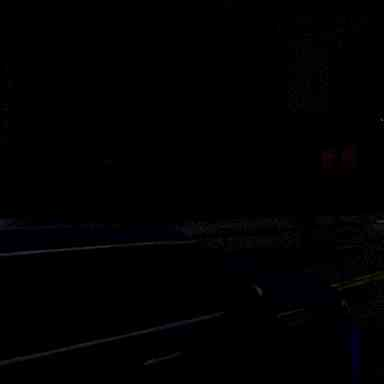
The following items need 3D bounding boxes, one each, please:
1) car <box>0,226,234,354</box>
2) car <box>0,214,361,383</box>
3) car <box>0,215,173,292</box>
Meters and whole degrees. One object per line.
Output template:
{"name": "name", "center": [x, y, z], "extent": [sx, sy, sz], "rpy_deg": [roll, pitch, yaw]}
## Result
{"name": "car", "center": [-1.395, 1.581, 6.675], "extent": [4.181, 1.385, 1.994], "rpy_deg": [0, 0, -35]}
{"name": "car", "center": [-0.860, 1.227, 2.827], "extent": [5.566, 2.045, 2.150], "rpy_deg": [0, 0, -35]}
{"name": "car", "center": [-3.111, 1.523, 9.444], "extent": [4.892, 1.490, 1.837], "rpy_deg": [0, 0, -35]}
